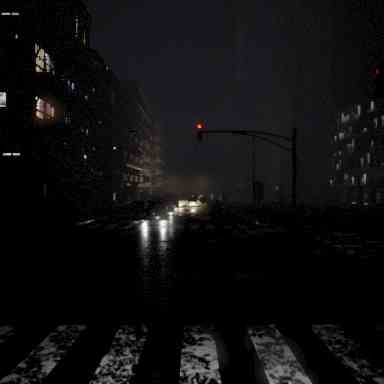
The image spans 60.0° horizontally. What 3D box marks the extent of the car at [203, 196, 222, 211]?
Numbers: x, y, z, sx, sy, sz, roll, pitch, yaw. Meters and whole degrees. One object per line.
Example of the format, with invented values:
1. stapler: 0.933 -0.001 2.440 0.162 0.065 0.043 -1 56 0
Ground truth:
1. car: 2.655 1.540 41.016 1.887 1.381 4.507 -1 0 0

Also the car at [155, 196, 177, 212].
1. car: -3.087 1.521 39.035 1.812 1.442 4.674 0 0 0

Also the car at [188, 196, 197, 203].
1. car: 0.118 1.549 69.735 2.033 1.411 5.357 0 0 0

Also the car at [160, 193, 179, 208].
1. car: -3.079 1.218 49.382 2.150 2.045 5.566 0 0 0

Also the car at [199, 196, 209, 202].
1. car: 2.663 1.547 74.910 1.887 1.381 4.507 -1 0 0

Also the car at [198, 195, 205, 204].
1. car: 2.660 1.550 63.612 2.008 1.369 4.403 -1 0 0

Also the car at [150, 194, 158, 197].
1. car: -5.694 1.435 40.960 1.967 1.590 4.097 -1 0 0

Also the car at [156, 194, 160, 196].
1. car: -5.693 1.312 52.259 2.192 1.841 5.009 -1 0 0

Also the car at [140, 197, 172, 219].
1. car: -3.093 1.500 29.281 1.837 1.490 4.892 0 0 0

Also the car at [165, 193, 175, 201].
1. car: -5.686 1.321 86.152 2.192 1.841 5.009 -1 0 0

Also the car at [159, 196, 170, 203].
1. car: -5.686 1.583 69.206 1.802 1.307 4.206 -1 0 0

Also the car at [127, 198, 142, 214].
1. car: -5.693 1.540 35.312 1.887 1.381 4.507 -1 0 0

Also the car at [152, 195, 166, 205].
1. car: -5.690 1.438 57.907 1.967 1.590 4.097 -1 0 0

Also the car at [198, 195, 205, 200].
1. car: 2.666 1.534 92.027 1.752 1.417 4.829 -1 0 0
